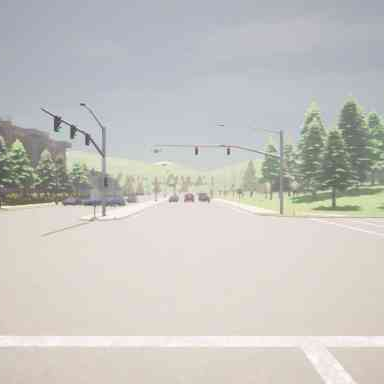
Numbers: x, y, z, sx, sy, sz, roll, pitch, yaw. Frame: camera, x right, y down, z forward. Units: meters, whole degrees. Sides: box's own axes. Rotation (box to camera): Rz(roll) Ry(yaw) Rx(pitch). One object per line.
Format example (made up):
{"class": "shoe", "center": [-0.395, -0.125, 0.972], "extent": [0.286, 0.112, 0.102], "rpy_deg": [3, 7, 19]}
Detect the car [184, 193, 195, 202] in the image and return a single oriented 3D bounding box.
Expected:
{"class": "car", "center": [-0.589, 1.225, 73.019], "extent": [2.150, 2.045, 5.566], "rpy_deg": [0, 0, -1]}

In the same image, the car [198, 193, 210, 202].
{"class": "car", "center": [2.905, 1.501, 73.442], "extent": [1.837, 1.490, 4.892], "rpy_deg": [0, 0, -1]}

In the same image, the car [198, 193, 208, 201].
{"class": "car", "center": [2.748, 1.194, 83.666], "extent": [2.150, 2.045, 5.566], "rpy_deg": [0, 0, -1]}

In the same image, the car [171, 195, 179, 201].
{"class": "car", "center": [-4.251, 1.488, 83.517], "extent": [1.812, 1.442, 4.674], "rpy_deg": [0, 0, -1]}

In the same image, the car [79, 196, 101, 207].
{"class": "car", "center": [-15.353, 1.478, 51.379], "extent": [1.882, 1.535, 5.008], "rpy_deg": [0, 0, -1]}

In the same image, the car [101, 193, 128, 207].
{"class": "car", "center": [-11.855, 1.221, 51.382], "extent": [2.150, 2.045, 5.566], "rpy_deg": [0, 0, -1]}

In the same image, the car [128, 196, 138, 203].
{"class": "car", "center": [-12.006, 1.498, 67.158], "extent": [1.837, 1.490, 4.892], "rpy_deg": [0, 1, -1]}

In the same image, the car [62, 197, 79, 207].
{"class": "car", "center": [-18.872, 1.547, 52.762], "extent": [2.033, 1.411, 5.357], "rpy_deg": [0, 0, -1]}

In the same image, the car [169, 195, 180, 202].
{"class": "car", "center": [-4.087, 1.541, 72.899], "extent": [2.033, 1.411, 5.357], "rpy_deg": [0, 0, -1]}

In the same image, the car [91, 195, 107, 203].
{"class": "car", "center": [-19.017, 1.478, 68.165], "extent": [1.882, 1.535, 5.008], "rpy_deg": [0, 0, -1]}
